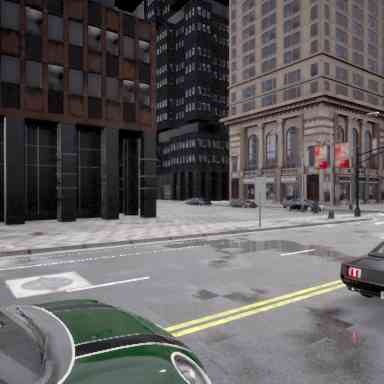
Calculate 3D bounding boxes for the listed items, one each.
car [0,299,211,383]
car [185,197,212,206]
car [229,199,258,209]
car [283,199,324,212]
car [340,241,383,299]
[{"bbox_3d":[-1.983,1.353,2.024,4.553,1.767,2.097,0,0,-35],"label":"car"},{"bbox_3d":[1.005,1.597,54.820,2.033,1.411,5.357,0,0,-36],"label":"car"},{"bbox_3d":[7.069,1.600,46.225,1.994,1.385,4.181,0,0,-36],"label":"car"},{"bbox_3d":[12.734,1.517,38.223,2.128,1.511,4.902,0,0,-35],"label":"car"},{"bbox_3d":[5.363,1.601,7.265,4.718,1.301,1.895,0,0,-35],"label":"car"}]
